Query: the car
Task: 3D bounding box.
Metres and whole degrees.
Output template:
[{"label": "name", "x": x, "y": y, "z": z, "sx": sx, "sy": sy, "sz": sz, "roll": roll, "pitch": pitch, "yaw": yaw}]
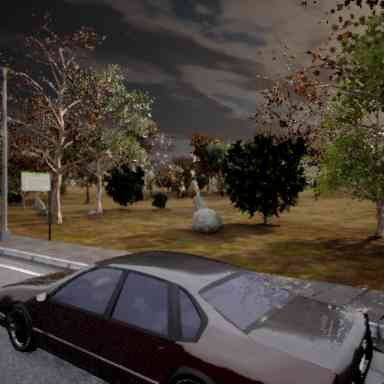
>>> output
[{"label": "car", "x": -0.547, "y": 1.545, "z": 4.390, "sx": 5.357, "sy": 1.411, "sz": 2.033, "roll": 0, "pitch": 0, "yaw": 36}]
